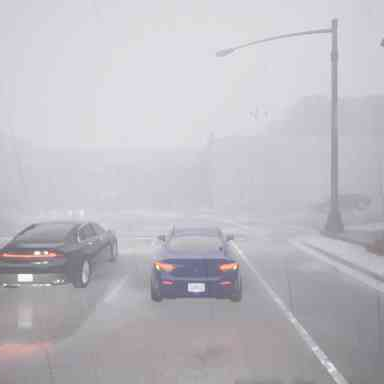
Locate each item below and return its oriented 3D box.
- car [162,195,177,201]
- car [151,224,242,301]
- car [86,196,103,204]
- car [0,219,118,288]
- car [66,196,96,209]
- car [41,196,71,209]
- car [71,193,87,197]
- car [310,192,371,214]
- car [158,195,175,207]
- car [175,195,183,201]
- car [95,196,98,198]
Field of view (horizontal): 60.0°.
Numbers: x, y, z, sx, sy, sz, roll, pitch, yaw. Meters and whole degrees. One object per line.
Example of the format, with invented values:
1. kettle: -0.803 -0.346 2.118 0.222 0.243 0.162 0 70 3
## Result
1. car: -5.712 1.551 85.254 1.994 1.385 4.181 0 0 24
2. car: 0.098 1.526 8.195 1.812 1.442 4.674 0 0 0
3. car: -18.532 1.503 63.622 1.837 1.490 4.892 0 0 -1
4. car: -3.391 1.504 9.212 1.837 1.490 4.892 0 0 0
5. car: -14.659 1.600 44.284 1.895 1.301 4.718 0 0 -1
6. car: -18.150 1.351 43.922 2.097 1.767 4.553 0 0 -1
7. car: -18.357 1.220 53.473 2.150 2.045 5.566 0 0 -1
8. car: 12.565 0.890 28.345 4.892 1.490 1.837 -7 0 0
9. car: -4.145 1.351 52.176 2.097 1.767 4.553 0 0 -1
10. car: -3.576 1.522 80.723 1.812 1.442 4.674 0 0 17
11. car: -14.862 1.476 53.680 1.882 1.535 5.008 0 0 -1
